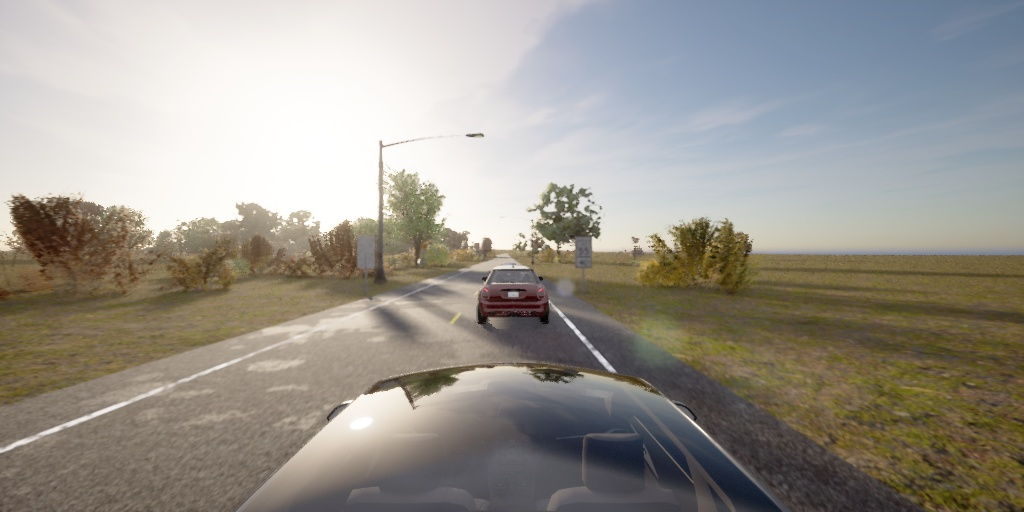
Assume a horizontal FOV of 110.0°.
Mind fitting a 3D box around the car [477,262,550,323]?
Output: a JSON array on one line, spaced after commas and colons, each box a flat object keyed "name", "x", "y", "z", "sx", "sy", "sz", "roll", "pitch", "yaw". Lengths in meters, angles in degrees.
[{"name": "car", "x": 0.020, "y": 1.099, "z": 12.187, "sx": 2.097, "sy": 1.767, "sz": 4.553, "roll": 0, "pitch": 0, "yaw": -1}]

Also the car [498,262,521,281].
[{"name": "car", "x": -0.241, "y": 1.260, "z": 30.681, "sx": 1.812, "sy": 1.442, "sz": 4.674, "roll": 0, "pitch": 0, "yaw": -1}]
